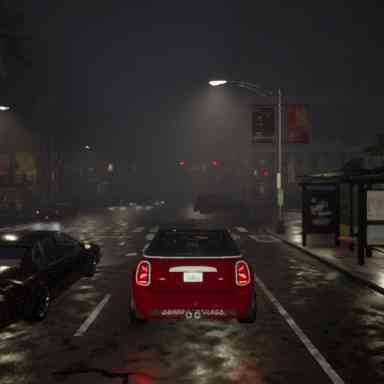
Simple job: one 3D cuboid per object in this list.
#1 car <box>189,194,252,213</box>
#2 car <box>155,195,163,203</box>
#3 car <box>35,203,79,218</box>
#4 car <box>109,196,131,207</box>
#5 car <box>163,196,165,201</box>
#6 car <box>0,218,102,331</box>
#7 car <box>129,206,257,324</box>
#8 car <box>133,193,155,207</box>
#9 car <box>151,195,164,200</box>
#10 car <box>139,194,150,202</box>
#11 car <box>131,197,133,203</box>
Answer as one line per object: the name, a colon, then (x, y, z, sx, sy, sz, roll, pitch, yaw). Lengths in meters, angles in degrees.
car: (2.916, 1.221, 31.953, 5.566, 2.045, 2.150, 0, 1, 18)
car: (-7.747, 1.355, 69.140, 2.097, 1.767, 4.553, 0, 0, -1)
car: (-10.879, 1.601, 27.074, 1.895, 1.301, 4.718, 0, 0, -1)
car: (-11.135, 1.352, 50.707, 2.097, 1.767, 4.553, 0, 0, -1)
car: (-7.853, 1.595, 82.639, 1.895, 1.301, 4.718, 0, 0, 0)
car: (-3.493, 1.547, 7.129, 2.033, 1.411, 5.357, 0, 0, 0)
car: (0.006, 1.352, 7.336, 2.097, 1.767, 4.553, 0, 0, 0)
car: (-7.608, 1.221, 53.241, 2.150, 2.045, 5.566, 0, 0, -2)
car: (-9.681, 1.525, 94.535, 2.128, 1.511, 4.902, 0, 0, 15)
car: (-11.366, 1.355, 80.308, 2.097, 1.767, 4.553, 0, 0, -1)
car: (-11.238, 1.563, 66.232, 1.994, 1.385, 4.181, 0, 0, 0)
